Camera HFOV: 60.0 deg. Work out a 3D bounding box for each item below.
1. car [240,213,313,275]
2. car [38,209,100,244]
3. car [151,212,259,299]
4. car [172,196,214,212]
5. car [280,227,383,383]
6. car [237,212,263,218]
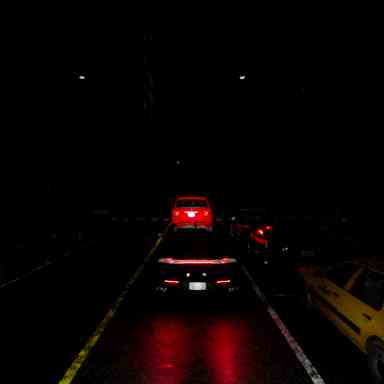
[{"bbox_3d":[2.863,1.563,10.273,1.947,1.339,4.313,-1,0,0],"label":"car"},{"bbox_3d":[-5.684,1.539,15.853,1.887,1.381,4.507,-1,0,0],"label":"car"},{"bbox_3d":[0.096,1.489,8.445,2.128,1.511,4.902,0,0,0],"label":"car"},{"bbox_3d":[0.062,1.215,18.793,2.150,2.045,5.566,0,0,2],"label":"car"},{"bbox_3d":[2.864,1.524,4.857,1.752,1.417,4.829,-1,0,0],"label":"car"},{"bbox_3d":[2.861,1.576,15.859,1.802,1.307,4.206,-1,0,0],"label":"car"}]
